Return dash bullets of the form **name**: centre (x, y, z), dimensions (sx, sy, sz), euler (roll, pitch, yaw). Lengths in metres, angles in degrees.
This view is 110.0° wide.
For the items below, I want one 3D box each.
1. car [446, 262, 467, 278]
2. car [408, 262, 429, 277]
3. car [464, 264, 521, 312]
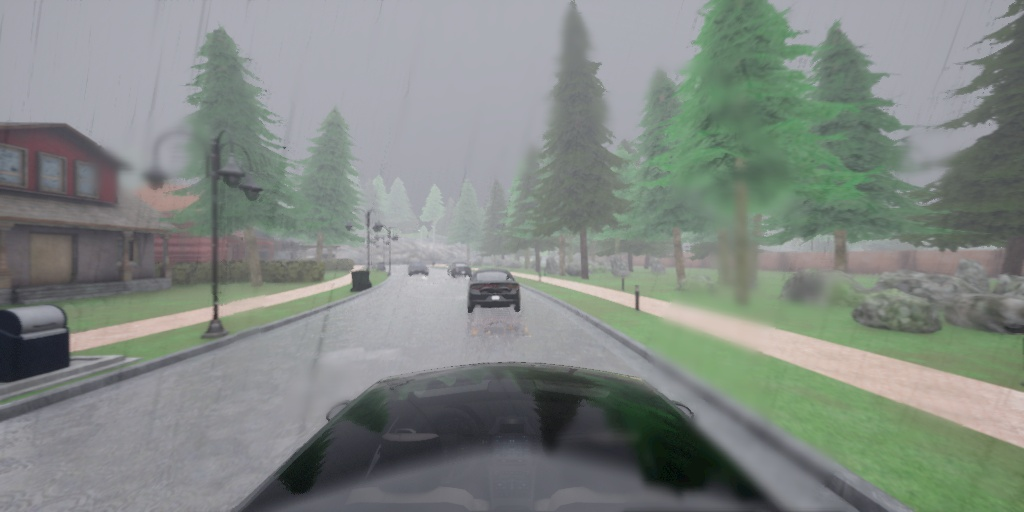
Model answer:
- **car**: centre (-5.050, 1.305, 34.463), dimensions (1.812, 1.442, 4.674), euler (0, 0, -17)
- **car**: centre (-9.647, 1.344, 36.844), dimensions (2.033, 1.411, 5.357), euler (0, 0, -19)
- **car**: centre (-0.830, 1.235, 14.351), dimensions (1.882, 1.535, 5.008), euler (0, 0, -7)
